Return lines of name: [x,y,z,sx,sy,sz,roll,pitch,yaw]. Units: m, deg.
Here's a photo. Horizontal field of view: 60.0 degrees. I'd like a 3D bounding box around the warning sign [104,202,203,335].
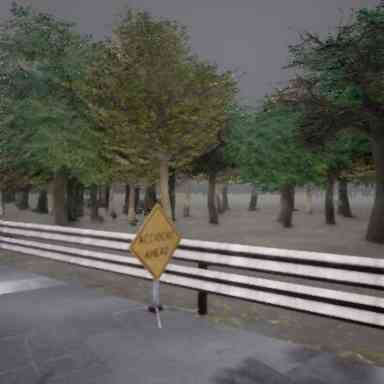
warning sign: [-0.613,1.130,5.620,1.060,1.860,1.300,0,0,36]
